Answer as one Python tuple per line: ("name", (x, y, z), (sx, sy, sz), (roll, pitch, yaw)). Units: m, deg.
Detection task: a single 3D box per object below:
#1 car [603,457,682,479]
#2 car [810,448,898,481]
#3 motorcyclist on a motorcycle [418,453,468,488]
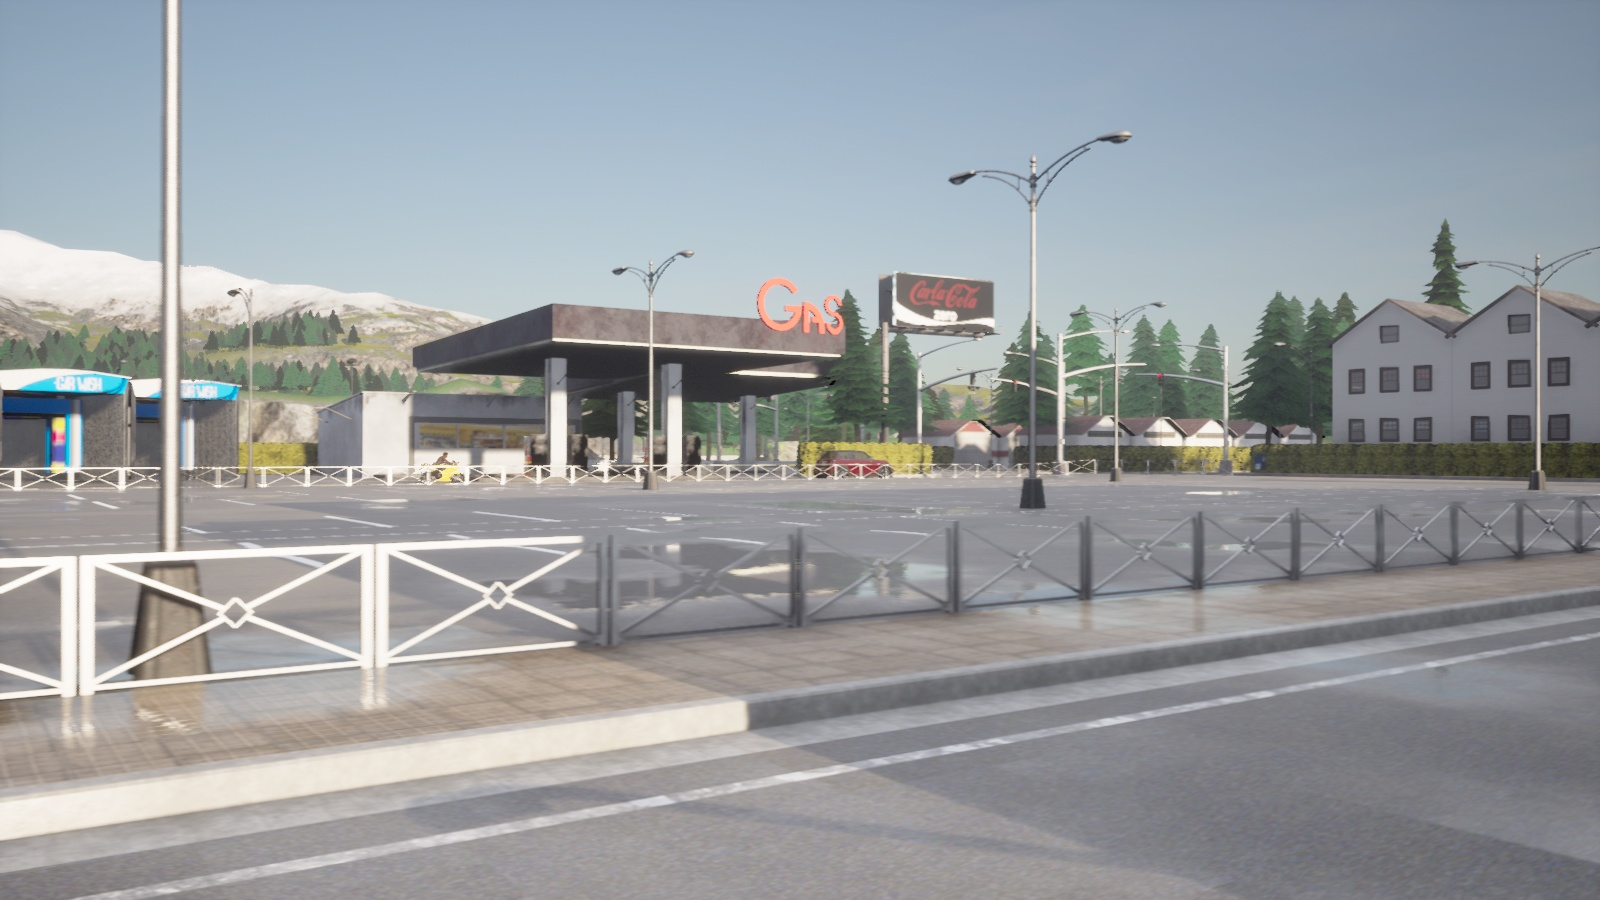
("car", (-9.535, 1.068, 76.498), (1.895, 1.301, 4.718), (0, 0, 41))
("car", (3.035, 0.784, 69.960), (4.553, 1.767, 2.097), (0, 0, -35))
("motorcyclist on a motorcycle", (-16.136, 0.915, 56.778), (2.044, 1.523, 0.797), (0, 0, -35))
